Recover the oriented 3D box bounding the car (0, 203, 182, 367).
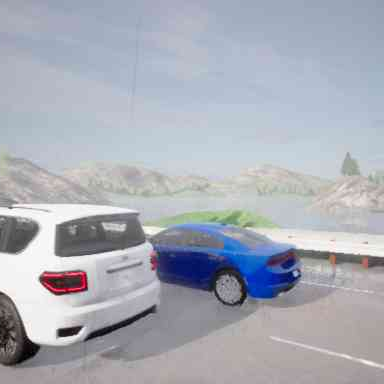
[{"bbox_3d":[-3.127,1.224,5.990,5.566,2.045,2.150,0,0,33],"label":"car"}]

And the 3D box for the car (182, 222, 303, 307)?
[{"bbox_3d":[0.045,1.477,8.063,5.008,1.535,1.882,0,0,34],"label":"car"}]
